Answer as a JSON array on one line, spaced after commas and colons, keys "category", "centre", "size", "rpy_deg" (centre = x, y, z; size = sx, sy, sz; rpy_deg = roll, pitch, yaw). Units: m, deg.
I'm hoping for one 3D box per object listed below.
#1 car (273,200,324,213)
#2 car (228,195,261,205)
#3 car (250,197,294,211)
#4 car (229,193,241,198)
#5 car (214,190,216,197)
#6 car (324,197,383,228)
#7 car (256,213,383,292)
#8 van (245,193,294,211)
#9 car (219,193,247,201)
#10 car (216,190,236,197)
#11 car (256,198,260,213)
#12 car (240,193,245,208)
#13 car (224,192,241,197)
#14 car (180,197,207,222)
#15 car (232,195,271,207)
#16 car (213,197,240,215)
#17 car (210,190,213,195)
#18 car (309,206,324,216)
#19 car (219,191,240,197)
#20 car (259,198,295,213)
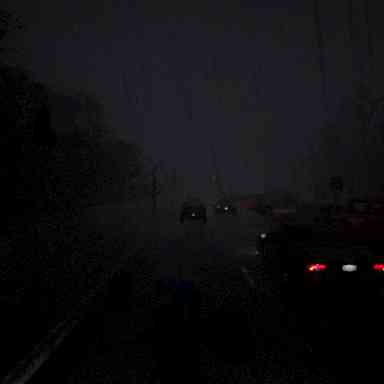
[{"category": "car", "centre": [8.049, 1.489, 21.246], "size": [4.792, 1.488, 2.163], "rpy_deg": [1, 1, -20]}, {"category": "car", "centre": [8.082, 1.148, 51.098], "size": [4.674, 1.452, 2.002], "rpy_deg": [1, 1, -20]}, {"category": "car", "centre": [8.074, 1.431, 30.215], "size": [4.674, 1.452, 2.002], "rpy_deg": [1, 0, -20]}, {"category": "car", "centre": [7.909, 1.234, 42.084], "size": [5.366, 1.575, 1.946], "rpy_deg": [0, 1, -20]}, {"category": "car", "centre": [8.266, 0.882, 72.036], "size": [5.366, 1.575, 1.946], "rpy_deg": [1, 0, -20]}, {"category": "car", "centre": [8.104, 1.235, 12.318], "size": [5.566, 2.045, 2.435], "rpy_deg": [1, 0, -20]}, {"category": "car", "centre": [3.103, 1.546, 9.063], "size": [2.033, 1.411, 5.357], "rpy_deg": [0, 0, 0]}, {"category": "van", "centre": [7.975, 1.134, 33.145], "size": [4.442, 1.987, 1.878], "rpy_deg": [1, 1, -20]}, {"category": "car", "centre": [8.096, 0.937, 66.003], "size": [5.008, 1.535, 2.097], "rpy_deg": [1, 1, -20]}, {"category": "car", "centre": [8.119, 0.715, 63.036], "size": [5.566, 2.045, 2.435], "rpy_deg": [1, 0, -20]}, {"category": "car", "centre": [8.105, 1.451, 27.243], "size": [4.792, 1.488, 2.163], "rpy_deg": [1, 0, -20]}, {"category": "car", "centre": [8.054, 1.197, 36.173], "size": [4.553, 1.767, 2.185], "rpy_deg": [0, 1, -20]}, {"category": "car", "centre": [7.912, 1.145, 48.049], "size": [5.366, 1.575, 1.946], "rpy_deg": [0, 1, -20]}, {"category": "car", "centre": [0.107, 1.420, 25.510], "size": [1.882, 1.535, 5.008], "rpy_deg": [0, 0, 0]}, {"category": "car", "centre": [8.110, 1.224, 45.146], "size": [4.792, 1.488, 2.163], "rpy_deg": [0, 1, -20]}, {"category": "car", "centre": [3.110, 1.443, 32.284], "size": [1.994, 1.385, 4.181], "rpy_deg": [0, 1, 0]}, {"category": "car", "centre": [7.923, 0.806, 80.851], "size": [5.366, 1.575, 1.946], "rpy_deg": [1, 1, -20]}, {"category": "car", "centre": [8.071, 1.520, 15.289], "size": [4.674, 1.452, 2.002], "rpy_deg": [1, 0, -20]}, {"category": "car", "centre": [8.098, 1.000, 60.038], "size": [4.892, 1.521, 2.231], "rpy_deg": [1, 1, -20]}, {"category": "car", "centre": [7.906, 1.436, 24.174], "size": [5.366, 1.575, 1.946], "rpy_deg": [1, 1, -20]}]
